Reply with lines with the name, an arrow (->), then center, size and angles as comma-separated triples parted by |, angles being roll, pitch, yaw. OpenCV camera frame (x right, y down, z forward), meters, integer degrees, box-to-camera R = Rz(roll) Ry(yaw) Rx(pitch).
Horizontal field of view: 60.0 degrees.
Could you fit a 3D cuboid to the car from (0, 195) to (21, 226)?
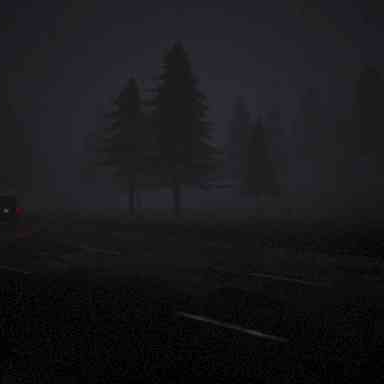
car -> -13.613, 1.236, 22.191 | 5.566, 2.045, 2.150 | 0, 0, 36
